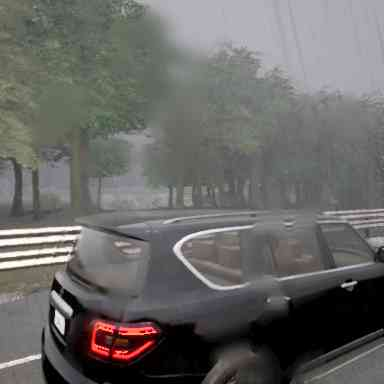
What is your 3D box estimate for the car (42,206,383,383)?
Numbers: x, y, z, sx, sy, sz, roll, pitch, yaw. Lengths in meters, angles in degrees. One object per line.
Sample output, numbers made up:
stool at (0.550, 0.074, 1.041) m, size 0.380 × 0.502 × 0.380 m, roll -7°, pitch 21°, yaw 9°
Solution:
car at (1.045, 1.217, 4.439) m, size 5.566 × 2.045 × 2.150 m, roll 0°, pitch 0°, yaw -35°
